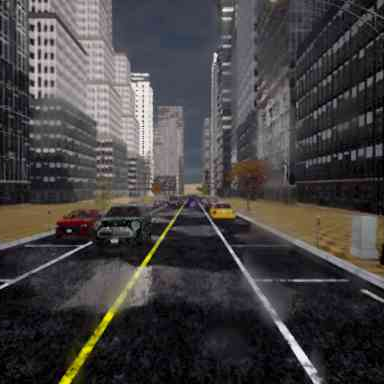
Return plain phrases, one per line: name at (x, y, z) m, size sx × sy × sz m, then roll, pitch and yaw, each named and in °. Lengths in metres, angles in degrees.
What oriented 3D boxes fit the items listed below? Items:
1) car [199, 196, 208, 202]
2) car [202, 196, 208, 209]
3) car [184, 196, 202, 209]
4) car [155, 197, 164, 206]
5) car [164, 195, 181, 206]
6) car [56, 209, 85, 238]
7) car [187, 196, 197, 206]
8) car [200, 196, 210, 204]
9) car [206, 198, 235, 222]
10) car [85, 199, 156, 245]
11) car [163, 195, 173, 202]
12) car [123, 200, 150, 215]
car at (2.695, 1.675, 79.552) m, size 1.947 × 1.339 × 4.313 m, roll -1°, pitch 0°, yaw 0°
car at (2.685, 1.489, 45.803) m, size 1.967 × 1.590 × 4.097 m, roll -1°, pitch 0°, yaw 0°
car at (0.026, 1.575, 45.490) m, size 1.812 × 1.442 × 4.674 m, roll 0°, pitch 0°, yaw 0°
car at (-5.690, 1.618, 57.054) m, size 2.008 × 1.369 × 4.403 m, roll -1°, pitch 0°, yaw 0°
car at (-3.043, 1.418, 56.228) m, size 2.097 × 1.767 × 4.553 m, roll 0°, pitch 0°, yaw 0°
car at (-5.698, 1.559, 17.678) m, size 1.887 × 1.381 × 4.507 m, roll -1°, pitch 0°, yaw 0°
car at (0.012, 1.576, 59.322) m, size 1.837 × 1.490 × 4.892 m, roll 0°, pitch 0°, yaw 0°
car at (2.692, 1.613, 68.473) m, size 1.752 × 1.417 × 4.829 m, roll -1°, pitch 0°, yaw 0°
car at (2.356, 1.482, 26.867) m, size 1.801 × 1.575 × 5.366 m, roll 0°, pitch 0°, yaw 0°
car at (-3.095, 1.364, 15.527) m, size 2.097 × 1.767 × 4.553 m, roll 0°, pitch 0°, yaw 0°
car at (-5.688, 1.549, 79.554) m, size 1.967 × 1.590 × 4.097 m, roll -1°, pitch 0°, yaw 0°
car at (-5.695, 1.584, 34.554) m, size 2.008 × 1.369 × 4.403 m, roll -1°, pitch 0°, yaw 0°
